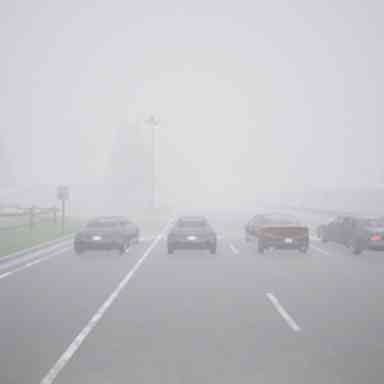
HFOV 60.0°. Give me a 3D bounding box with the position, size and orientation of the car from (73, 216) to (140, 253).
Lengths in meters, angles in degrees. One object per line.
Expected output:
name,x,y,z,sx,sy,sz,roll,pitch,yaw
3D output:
car,-3.497,1.697,14.276,1.994,1.385,4.181,0,0,0

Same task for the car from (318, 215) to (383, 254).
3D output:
car,6.998,1.678,13.987,2.033,1.411,5.357,0,0,0

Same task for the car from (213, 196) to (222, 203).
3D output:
car,6.974,2.118,91.894,2.097,1.767,4.553,0,-1,0

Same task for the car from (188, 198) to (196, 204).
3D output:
car,-0.023,2.308,80.275,1.895,1.301,4.718,0,-1,0

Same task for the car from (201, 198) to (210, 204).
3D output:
car,3.477,2.225,81.497,1.837,1.490,4.892,0,-1,0

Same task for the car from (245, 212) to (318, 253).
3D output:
car,3.507,1.613,14.480,1.882,1.535,5.008,0,0,0

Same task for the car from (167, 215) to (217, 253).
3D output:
car,0.006,1.698,14.345,1.994,1.385,4.181,0,0,0

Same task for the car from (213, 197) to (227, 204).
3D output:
car,6.976,2.269,82.748,1.812,1.442,4.674,0,-1,0

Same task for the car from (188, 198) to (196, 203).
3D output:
car,-0.026,2.284,91.087,1.994,1.385,4.181,0,-1,0

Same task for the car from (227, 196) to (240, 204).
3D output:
car,10.477,2.253,80.249,2.033,1.411,5.357,0,-1,0

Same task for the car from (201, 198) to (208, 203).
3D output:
car,3.474,2.288,91.921,1.812,1.442,4.674,0,-1,0
